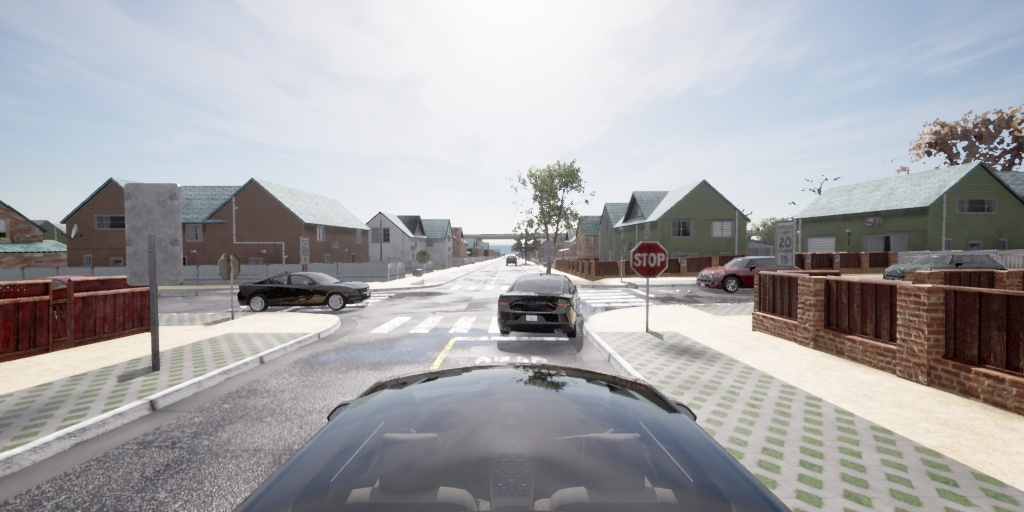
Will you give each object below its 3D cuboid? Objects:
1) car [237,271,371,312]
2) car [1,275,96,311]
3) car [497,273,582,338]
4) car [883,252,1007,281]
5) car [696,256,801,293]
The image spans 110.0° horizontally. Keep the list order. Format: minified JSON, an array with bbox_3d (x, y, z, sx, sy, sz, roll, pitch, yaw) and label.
[{"bbox_3d":[-8.485,1.376,14.866,5.008,1.535,1.882,-1,2,0],"label":"car"},{"bbox_3d":[-18.038,1.546,14.791,5.008,1.535,1.882,-1,2,0],"label":"car"},{"bbox_3d":[0.947,1.224,10.351,1.882,1.535,5.008,0,0,12],"label":"car"},{"bbox_3d":[21.681,0.645,18.059,4.553,1.767,2.097,-1,2,0],"label":"car"},{"bbox_3d":[11.786,0.820,17.975,4.553,1.767,2.097,-1,2,0],"label":"car"}]
